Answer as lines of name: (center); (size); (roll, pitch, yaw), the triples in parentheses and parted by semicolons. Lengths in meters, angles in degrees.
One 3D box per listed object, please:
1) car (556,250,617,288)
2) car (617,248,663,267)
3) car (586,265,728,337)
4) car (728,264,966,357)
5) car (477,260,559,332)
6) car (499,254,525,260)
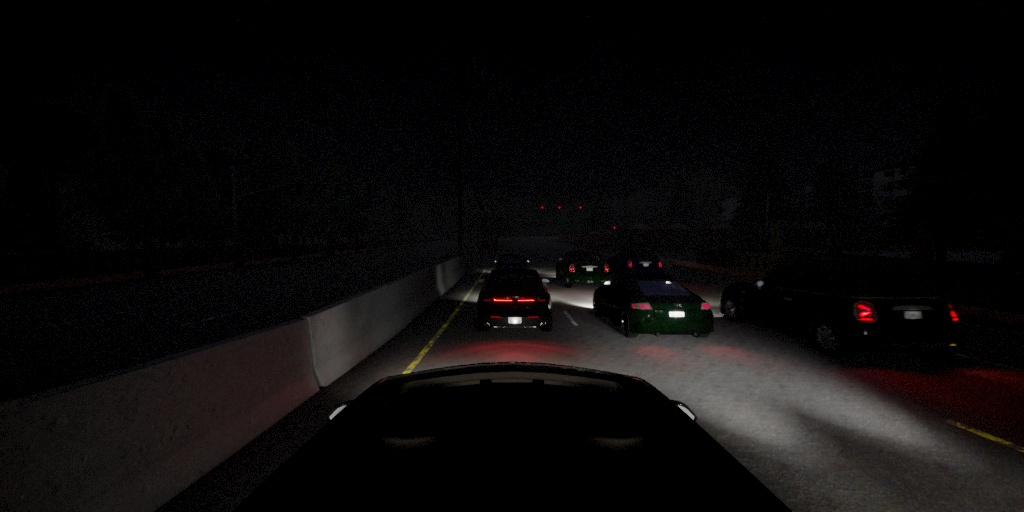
car: (3.505, 0.494, 18.359); (2.097, 1.767, 4.553); (0, 4, 0)
car: (7.020, 0.345, 20.865); (2.097, 1.767, 4.553); (0, 4, 1)
car: (3.559, 1.161, 9.767); (1.994, 1.385, 4.181); (0, 2, 0)
car: (7.066, 0.994, 8.451); (2.097, 1.767, 4.553); (0, 2, 0)
car: (0.055, 1.081, 10.333); (1.837, 1.490, 4.892); (0, 2, 0)
car: (-0.002, 0.599, 19.838); (2.033, 1.411, 5.357); (0, 4, 0)
